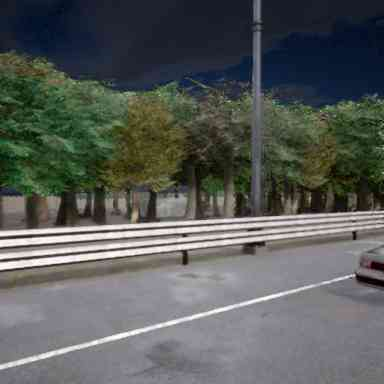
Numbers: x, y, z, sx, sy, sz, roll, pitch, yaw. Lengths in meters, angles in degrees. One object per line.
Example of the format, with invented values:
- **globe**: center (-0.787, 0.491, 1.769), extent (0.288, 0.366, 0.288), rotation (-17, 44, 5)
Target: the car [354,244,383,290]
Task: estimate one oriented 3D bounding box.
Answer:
- **car**: center (6.120, 1.616, 8.122), extent (5.357, 1.411, 2.033), rotation (0, 0, -35)
